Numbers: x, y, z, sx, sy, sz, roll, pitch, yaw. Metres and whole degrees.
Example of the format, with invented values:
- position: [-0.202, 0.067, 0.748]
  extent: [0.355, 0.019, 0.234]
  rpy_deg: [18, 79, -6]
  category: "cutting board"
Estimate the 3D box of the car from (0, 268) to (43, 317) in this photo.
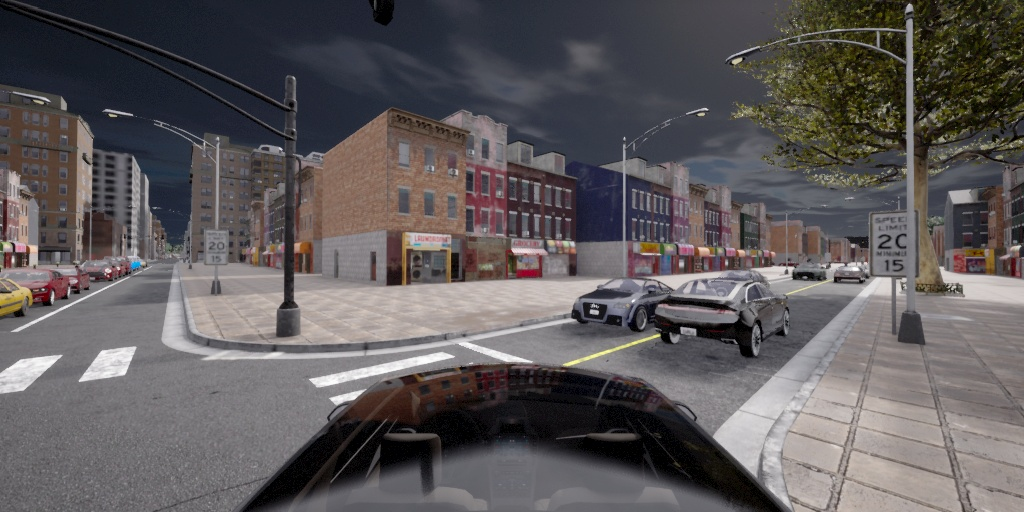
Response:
- position: [-15.167, 1.184, 9.947]
  extent: [1.751, 1.417, 4.829]
  rpy_deg: [0, 0, -43]
  category: "car"

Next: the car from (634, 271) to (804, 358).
- position: [5.234, 1.283, 8.695]
  extent: [4.902, 1.511, 2.128]
  rpy_deg: [1, -1, -43]
  category: "car"

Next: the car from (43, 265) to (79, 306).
- position: [-19.117, 1.189, 14.159]
  extent: [1.888, 1.381, 4.507]
  rpy_deg: [0, 0, -43]
  category: "car"

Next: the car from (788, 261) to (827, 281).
- position: [27.981, 1.370, 33.754]
  extent: [4.553, 1.767, 2.097]
  rpy_deg: [0, 0, -43]
  category: "car"

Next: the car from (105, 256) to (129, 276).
- position: [-34.454, 1.037, 30.514]
  extent: [1.967, 1.591, 4.097]
  rpy_deg: [0, 0, -43]
  category: "car"

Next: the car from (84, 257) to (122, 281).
- position: [-30.620, 1.046, 26.425]
  extent: [1.967, 1.591, 4.097]
  rpy_deg: [0, 0, -43]
  category: "car"

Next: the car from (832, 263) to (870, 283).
- position: [29.308, 1.551, 31.117]
  extent: [5.357, 1.411, 2.033]
  rpy_deg: [1, -1, -43]
  category: "car"

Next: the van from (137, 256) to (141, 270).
- position: [-45.957, 0.914, 42.780]
  extent: [1.690, 1.789, 3.998]
  rpy_deg: [0, 0, -43]
  category: "van"

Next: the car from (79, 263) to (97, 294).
- position: [-22.951, 1.211, 18.248]
  extent: [1.802, 1.307, 4.207]
  rpy_deg: [0, 0, -43]
  category: "car"

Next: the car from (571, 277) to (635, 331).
- position: [3.709, 1.368, 11.170]
  extent: [4.181, 1.385, 1.994]
  rpy_deg: [1, -1, -43]
  category: "car"

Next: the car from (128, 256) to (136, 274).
- position: [-38.288, 0.903, 34.603]
  extent: [2.192, 1.841, 5.009]
  rpy_deg: [0, 0, -43]
  category: "car"

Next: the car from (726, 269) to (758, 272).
- position: [12.077, 1.425, 18.997]
  extent: [5.357, 1.411, 2.033]
  rpy_deg: [0, 0, -43]
  category: "car"
